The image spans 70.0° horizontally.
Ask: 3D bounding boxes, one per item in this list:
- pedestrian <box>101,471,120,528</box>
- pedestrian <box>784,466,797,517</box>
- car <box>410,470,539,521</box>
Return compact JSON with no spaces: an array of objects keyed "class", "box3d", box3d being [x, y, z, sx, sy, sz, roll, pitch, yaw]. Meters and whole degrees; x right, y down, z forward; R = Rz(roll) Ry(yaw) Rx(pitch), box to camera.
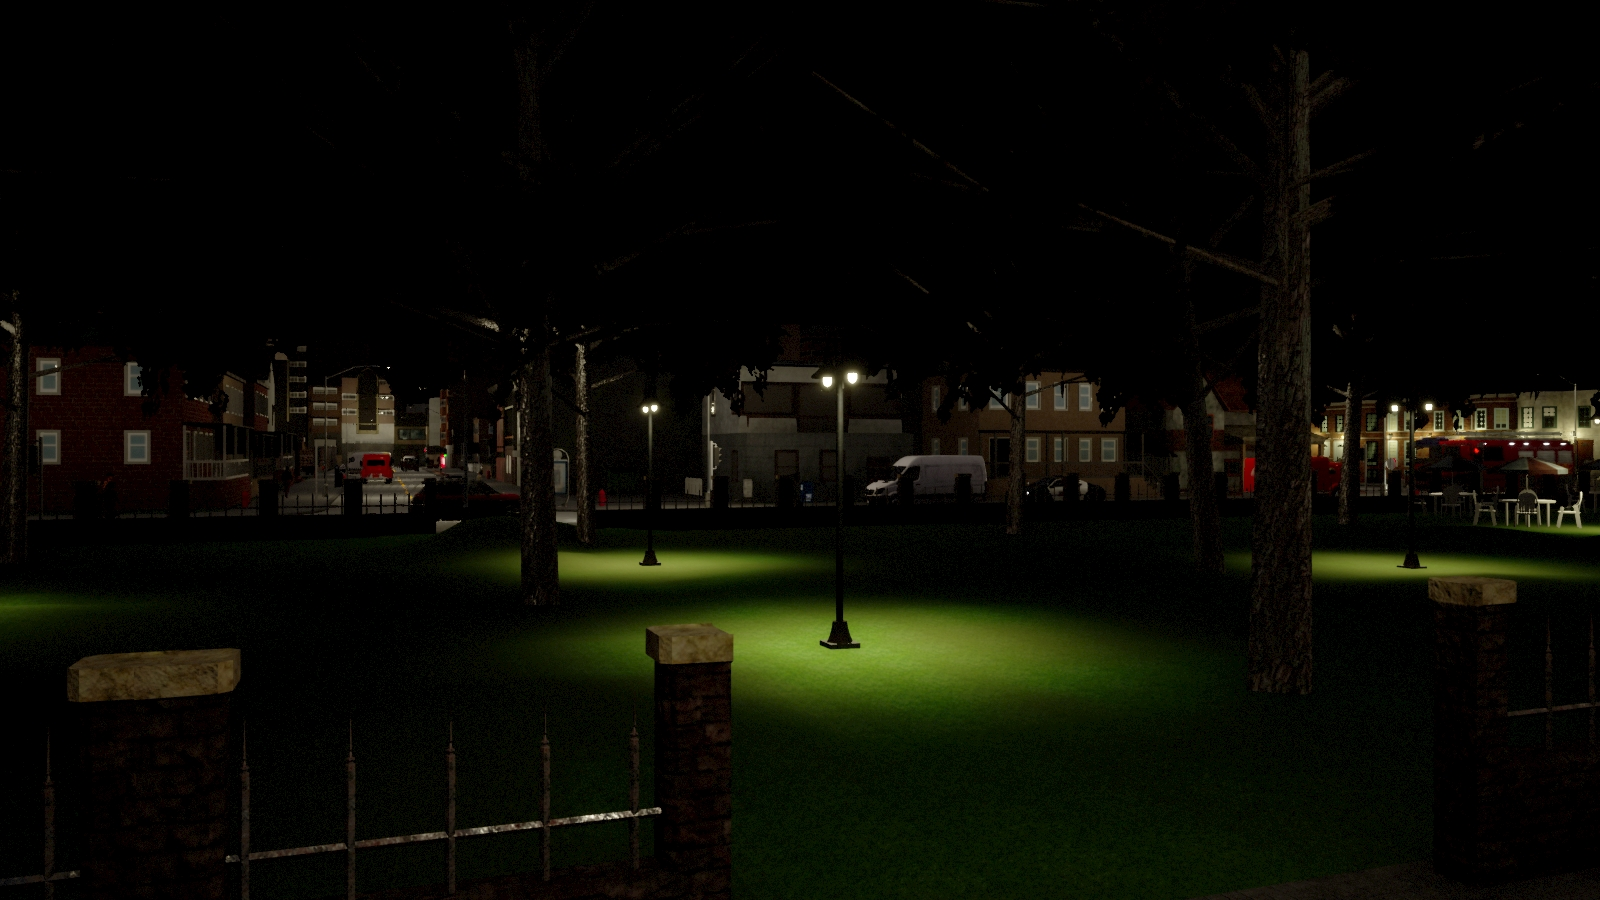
[{"class":"pedestrian","box3d":[-22.681,1.628,37.599,0.375,1.860,0.375,0,0,10]},{"class":"pedestrian","box3d":[-0.350,1.525,41.990,0.375,1.860,0.375,0,0,-20]},{"class":"car","box3d":[-12.344,1.685,43.263,4.553,1.767,2.097,0,0,-20]}]
